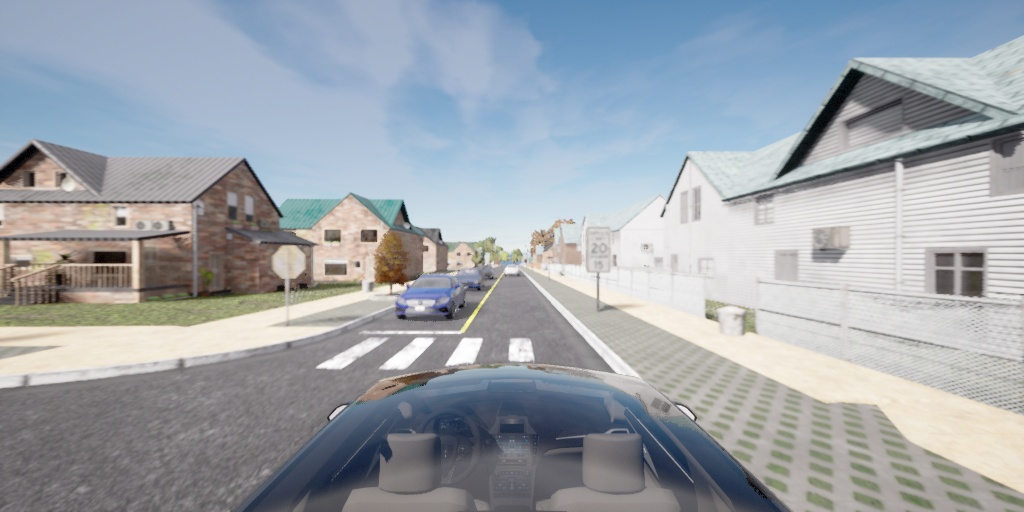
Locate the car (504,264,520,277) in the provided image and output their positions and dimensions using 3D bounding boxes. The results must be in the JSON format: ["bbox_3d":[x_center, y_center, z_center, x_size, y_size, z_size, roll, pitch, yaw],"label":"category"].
[{"bbox_3d":[-0.008,1.826,45.398,1.812,1.442,4.674,0,-1,0],"label":"car"}]

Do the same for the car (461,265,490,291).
[{"bbox_3d":[-2.853,1.562,24.640,2.033,1.411,5.357,0,-1,0],"label":"car"}]

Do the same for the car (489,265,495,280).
[{"bbox_3d":[-2.843,1.686,37.400,1.837,1.490,4.892,0,0,0],"label":"car"}]

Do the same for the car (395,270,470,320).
[{"bbox_3d":[-2.851,1.404,13.422,1.812,1.442,4.674,0,-1,0],"label":"car"}]
